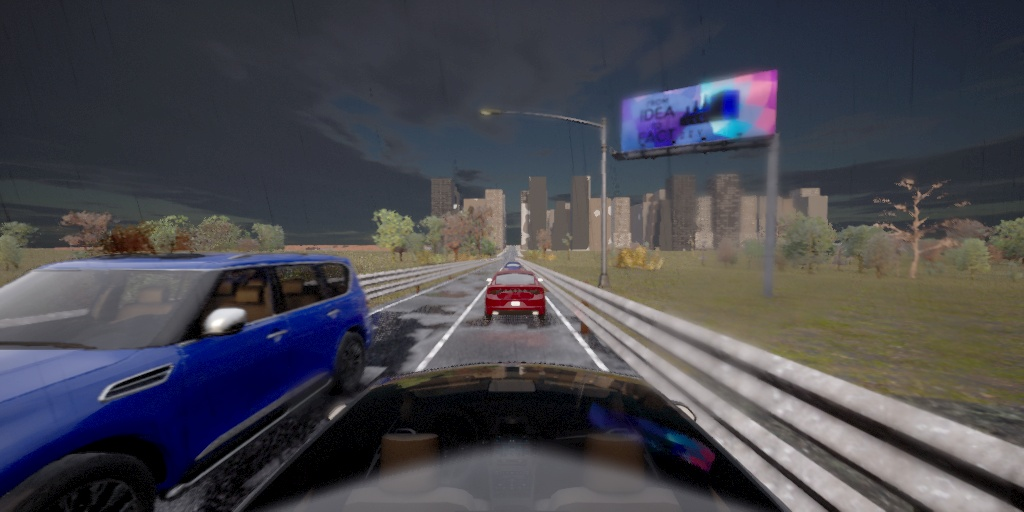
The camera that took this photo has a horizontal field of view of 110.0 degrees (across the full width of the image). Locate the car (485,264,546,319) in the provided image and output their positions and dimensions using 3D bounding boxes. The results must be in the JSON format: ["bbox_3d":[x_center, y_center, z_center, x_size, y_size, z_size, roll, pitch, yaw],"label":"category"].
[{"bbox_3d":[0.102,1.224,12.802,1.882,1.535,5.008,0,0,0],"label":"car"}]

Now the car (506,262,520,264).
[{"bbox_3d":[0.105,1.265,33.480,1.812,1.442,4.674,0,0,0],"label":"car"}]

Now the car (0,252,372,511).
[{"bbox_3d":[-3.348,0.971,3.637,2.150,2.045,5.566,0,0,0],"label":"car"}]
